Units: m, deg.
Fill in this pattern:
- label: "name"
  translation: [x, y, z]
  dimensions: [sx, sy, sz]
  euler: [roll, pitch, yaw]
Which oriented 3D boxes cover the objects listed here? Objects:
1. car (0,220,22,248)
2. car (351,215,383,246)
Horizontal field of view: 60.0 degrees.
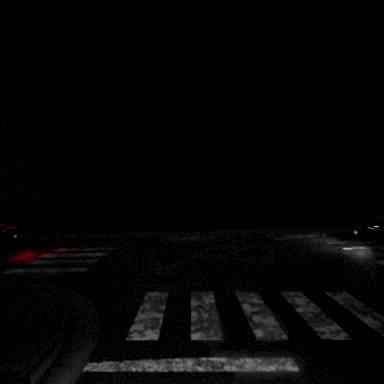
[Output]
- label: "car"
  translation: [-9.685, 1.715, 13.595]
  dimensions: [5.008, 1.535, 1.882]
  euler: [-1, 1, 0]
- label: "car"
  translation: [9.042, 1.321, 13.638]
  dimensions: [4.674, 1.442, 1.812]
  euler: [-1, 1, 0]
